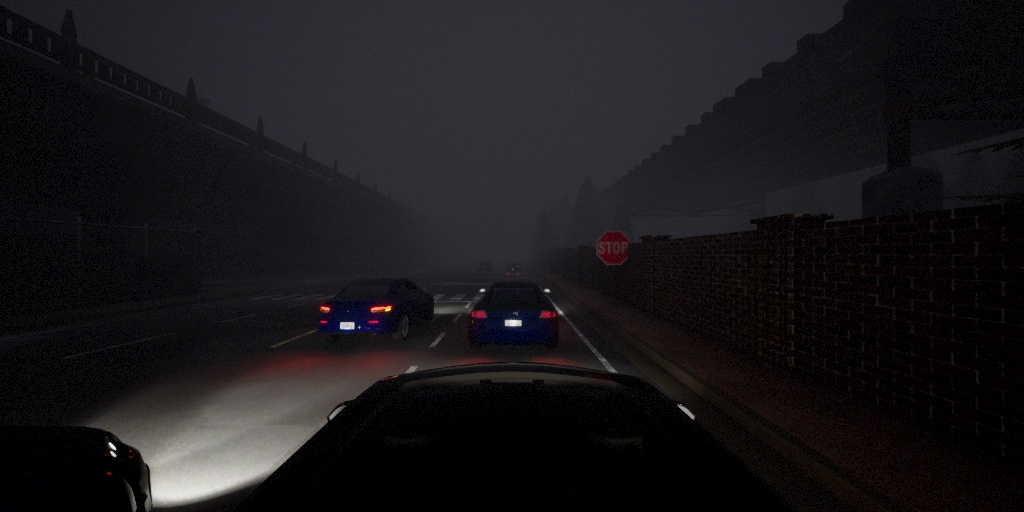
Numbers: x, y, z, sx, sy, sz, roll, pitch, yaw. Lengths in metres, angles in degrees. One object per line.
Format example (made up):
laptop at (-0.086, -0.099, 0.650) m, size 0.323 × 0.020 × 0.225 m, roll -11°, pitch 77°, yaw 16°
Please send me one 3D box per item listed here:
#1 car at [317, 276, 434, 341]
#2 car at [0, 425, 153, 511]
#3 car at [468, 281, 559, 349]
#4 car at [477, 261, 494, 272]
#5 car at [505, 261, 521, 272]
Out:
car at (-3.413, 1.276, 9.719) m, size 1.812 × 1.442 × 4.674 m, roll 0°, pitch 0°, yaw 0°
car at (-3.398, 1.314, 0.623) m, size 1.994 × 1.385 × 4.181 m, roll 0°, pitch 0°, yaw 0°
car at (0.069, 1.314, 9.197) m, size 1.994 × 1.385 × 4.181 m, roll 0°, pitch 0°, yaw 1°
car at (-3.401, 1.297, 45.854) m, size 2.033 × 1.411 × 5.357 m, roll 0°, pitch 0°, yaw -1°
car at (0.094, 1.351, 46.016) m, size 1.895 × 1.301 × 4.718 m, roll 0°, pitch 0°, yaw -1°
